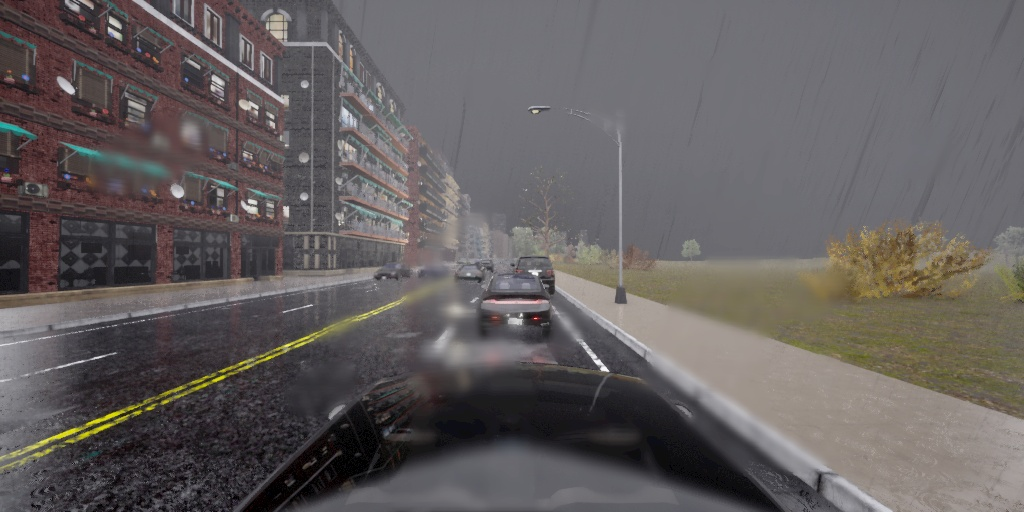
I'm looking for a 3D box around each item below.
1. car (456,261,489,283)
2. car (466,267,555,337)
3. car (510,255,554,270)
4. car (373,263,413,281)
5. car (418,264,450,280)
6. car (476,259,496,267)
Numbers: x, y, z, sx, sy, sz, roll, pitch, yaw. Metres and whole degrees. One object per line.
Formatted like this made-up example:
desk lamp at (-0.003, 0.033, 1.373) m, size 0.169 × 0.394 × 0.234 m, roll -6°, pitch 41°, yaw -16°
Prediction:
car at (-3.166, 1.316, 28.136) m, size 1.994 × 1.385 × 4.181 m, roll 0°, pitch 0°, yaw 0°
car at (0.095, 1.243, 10.338) m, size 2.128 × 1.511 × 4.902 m, roll 0°, pitch 0°, yaw 0°
car at (1.126, 0.977, 20.208) m, size 2.150 × 2.045 × 5.566 m, roll 0°, pitch 0°, yaw 0°
car at (-9.870, 1.299, 30.305) m, size 2.033 × 1.411 × 5.357 m, roll 0°, pitch 0°, yaw 0°
car at (-6.620, 1.353, 30.812) m, size 1.895 × 1.301 × 4.718 m, roll 0°, pitch 0°, yaw 0°
car at (-3.178, 1.252, 45.022) m, size 1.837 × 1.490 × 4.892 m, roll 0°, pitch -1°, yaw 0°
